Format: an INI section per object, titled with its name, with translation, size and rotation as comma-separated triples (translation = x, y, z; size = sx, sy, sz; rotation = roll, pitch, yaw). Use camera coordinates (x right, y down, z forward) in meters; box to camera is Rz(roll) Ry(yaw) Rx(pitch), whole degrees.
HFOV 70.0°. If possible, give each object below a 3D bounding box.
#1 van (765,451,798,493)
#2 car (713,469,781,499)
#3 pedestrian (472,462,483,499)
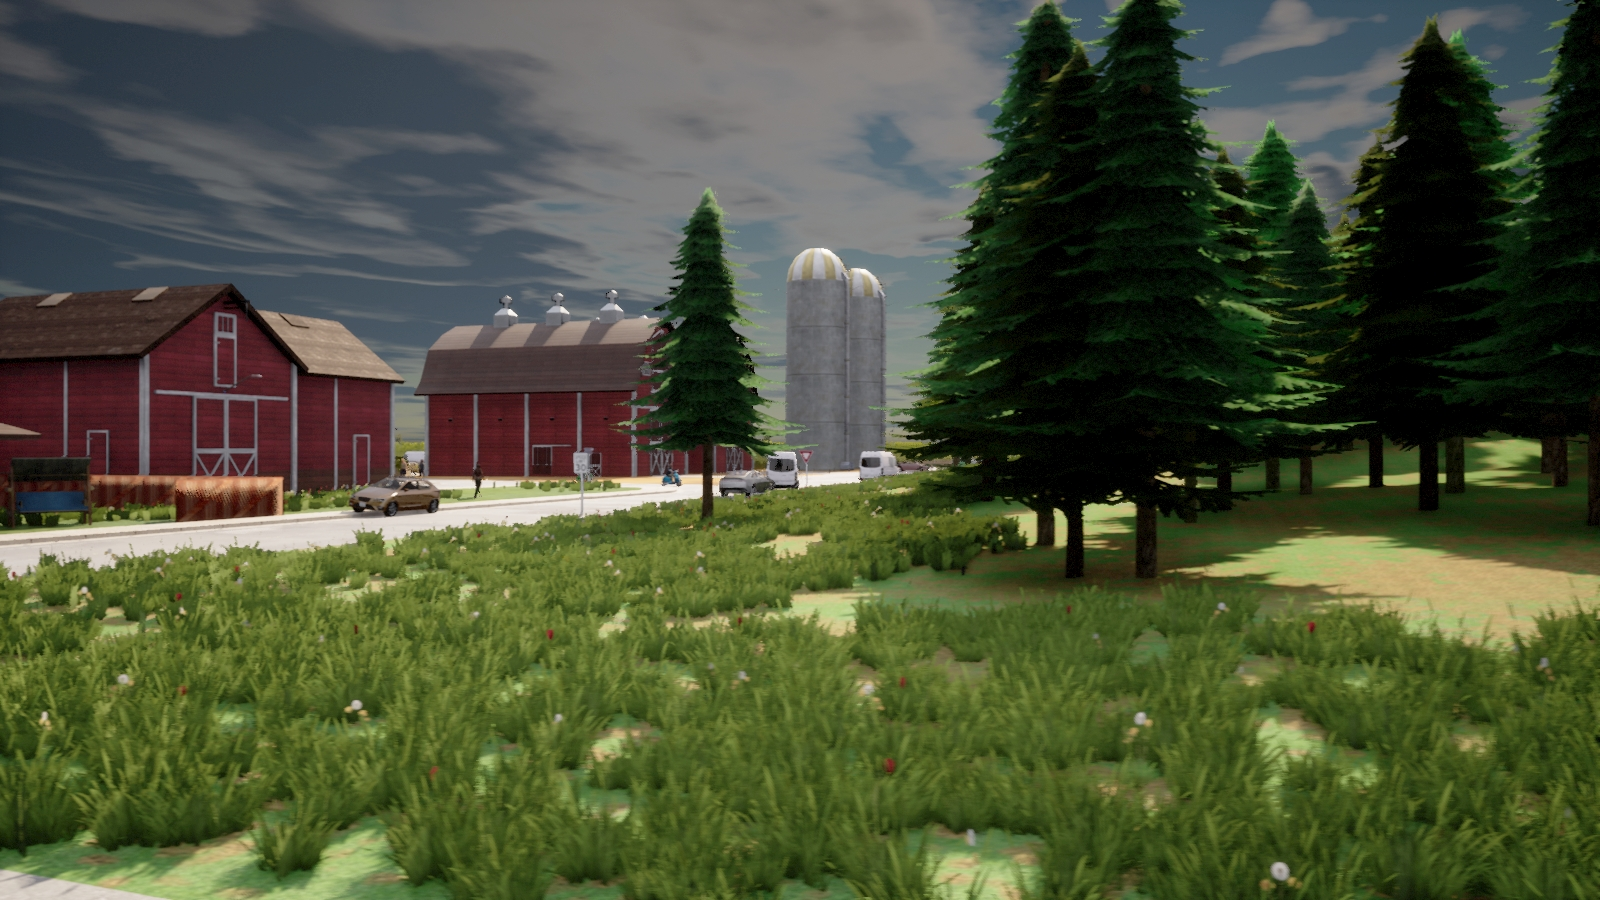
[van]
translation = -1.198, 1.362, 73.945
size = 1.988, 2.561, 5.915
rotation = 1, 0, 0
[car]
translation = -2.976, 1.905, 65.306
size = 2.128, 1.511, 4.902
rotation = 0, 0, 20
[pedestrian]
translation = -16.339, 1.542, 57.911
size = 0.375, 1.860, 0.375
rotation = 0, 0, 16
